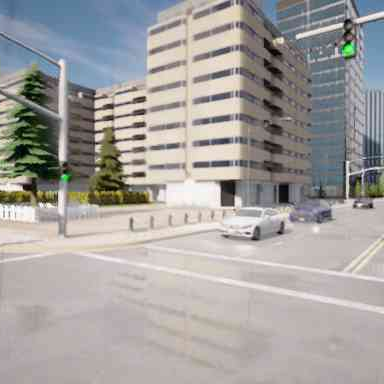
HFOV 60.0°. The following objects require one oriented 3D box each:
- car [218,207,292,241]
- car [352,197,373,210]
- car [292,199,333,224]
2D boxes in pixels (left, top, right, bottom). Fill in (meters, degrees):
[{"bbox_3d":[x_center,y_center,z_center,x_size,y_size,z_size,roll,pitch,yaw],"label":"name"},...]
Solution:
[{"bbox_3d":[3.156,1.480,16.687,1.812,1.442,4.674,0,0,37],"label":"car"},{"bbox_3d":[21.802,1.447,42.410,2.128,1.511,4.902,0,0,36],"label":"car"},{"bbox_3d":[8.837,1.310,24.584,2.097,1.767,4.553,0,0,36],"label":"car"}]
